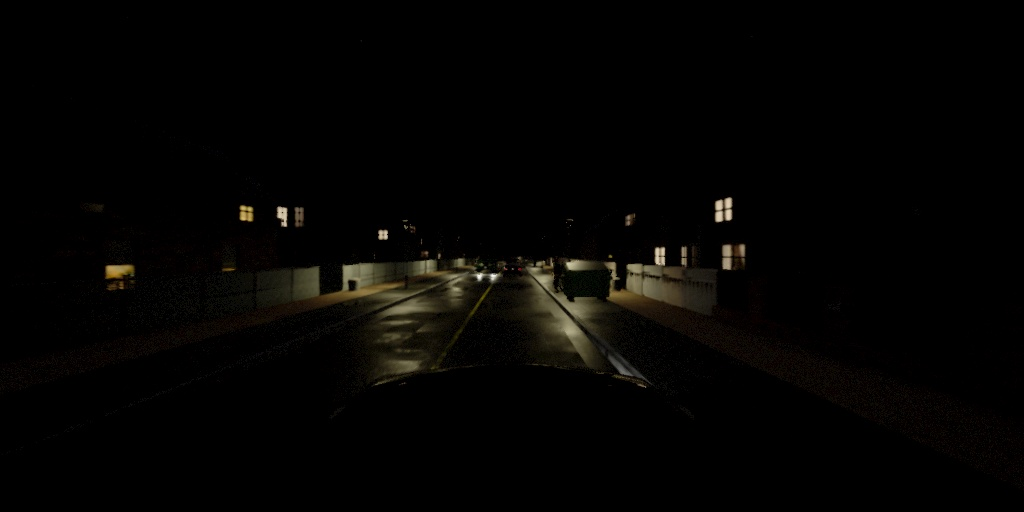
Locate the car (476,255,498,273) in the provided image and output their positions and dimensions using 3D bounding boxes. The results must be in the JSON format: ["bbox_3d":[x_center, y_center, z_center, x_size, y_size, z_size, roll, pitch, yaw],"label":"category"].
[{"bbox_3d":[-2.810,0.879,41.134,2.150,2.045,5.566,0,0,1],"label":"car"}]

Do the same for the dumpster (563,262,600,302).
[{"bbox_3d":[3.010,1.115,15.686,1.020,1.700,1.940,0,0,0],"label":"dumpster"}]

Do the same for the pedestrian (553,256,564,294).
[{"bbox_3d":[2.143,0.858,17.054,0.375,1.860,0.375,0,0,-6],"label":"pedestrian"}]

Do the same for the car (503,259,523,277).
[{"bbox_3d":[0.077,1.221,34.758,2.033,1.411,5.357,0,0,0],"label":"car"}]
